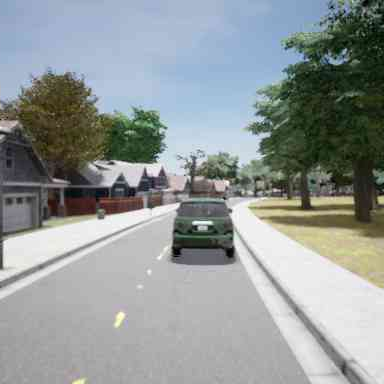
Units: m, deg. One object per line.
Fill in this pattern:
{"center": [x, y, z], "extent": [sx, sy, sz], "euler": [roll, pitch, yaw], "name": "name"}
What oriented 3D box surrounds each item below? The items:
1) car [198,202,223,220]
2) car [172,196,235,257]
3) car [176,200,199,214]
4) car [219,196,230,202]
{"center": [1.717, 1.616, 29.719], "extent": [1.994, 1.385, 4.181], "euler": [0, 0, 6], "name": "car"}
{"center": [0.472, 1.247, 13.252], "extent": [2.150, 2.045, 5.566], "euler": [0, 0, 3], "name": "car"}
{"center": [-0.440, 1.656, 36.930], "extent": [1.895, 1.301, 4.718], "euler": [0, 0, 7], "name": "car"}
{"center": [7.554, 1.505, 77.856], "extent": [1.895, 1.301, 4.718], "euler": [0, 0, 14], "name": "car"}
